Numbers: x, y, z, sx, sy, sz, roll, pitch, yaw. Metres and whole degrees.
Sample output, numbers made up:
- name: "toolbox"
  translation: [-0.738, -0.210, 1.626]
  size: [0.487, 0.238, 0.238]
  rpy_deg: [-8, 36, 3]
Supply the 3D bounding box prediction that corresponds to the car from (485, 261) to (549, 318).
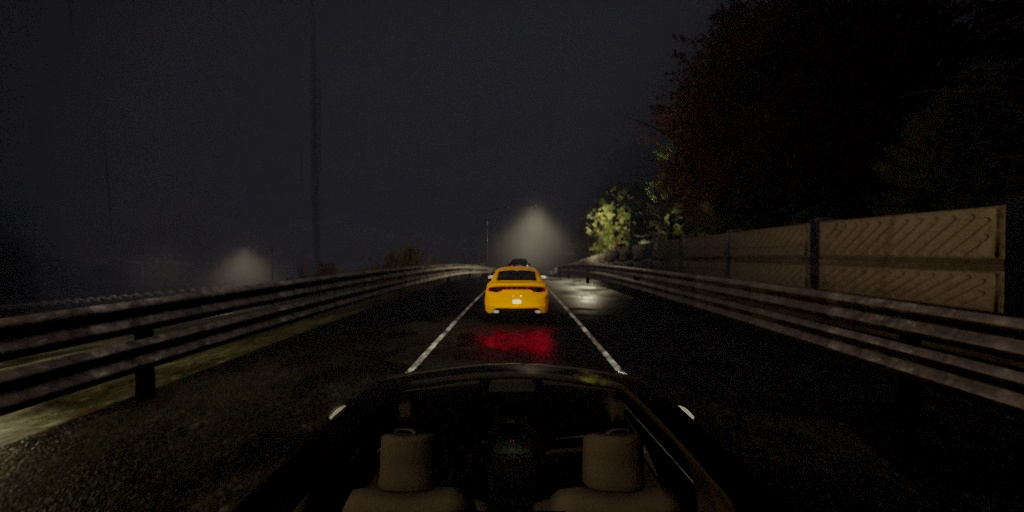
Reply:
- name: "car"
  translation: [0.175, 1.093, 12.328]
  size: [1.882, 1.535, 5.008]
  rpy_deg: [0, 0, 1]
